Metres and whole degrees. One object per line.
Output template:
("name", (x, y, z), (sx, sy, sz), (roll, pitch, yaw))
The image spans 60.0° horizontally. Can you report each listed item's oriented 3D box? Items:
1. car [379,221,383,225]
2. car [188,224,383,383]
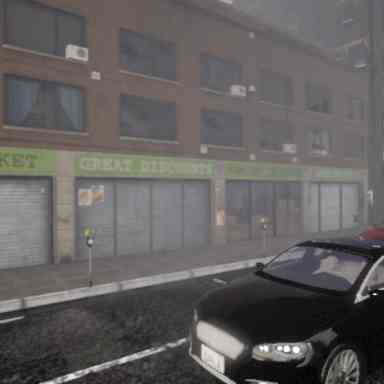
("car", (7.856, 1.554, 12.168), (4.507, 1.381, 1.887), (0, 0, -35))
("car", (2.212, 1.494, 4.942), (4.902, 1.511, 2.128), (0, 0, -35))
